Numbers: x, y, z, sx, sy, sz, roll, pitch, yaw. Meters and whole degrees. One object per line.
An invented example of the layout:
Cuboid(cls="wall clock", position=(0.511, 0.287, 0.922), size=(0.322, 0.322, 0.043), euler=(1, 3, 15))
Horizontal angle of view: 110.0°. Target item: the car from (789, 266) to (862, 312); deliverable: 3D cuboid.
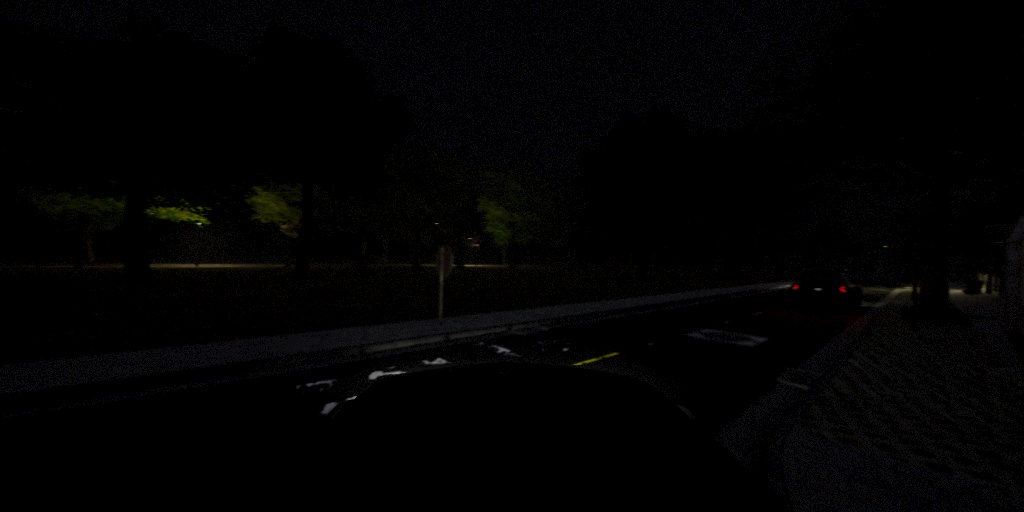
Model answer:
Cuboid(cls="car", position=(14.778, 1.494, 16.831), size=(4.553, 1.767, 2.097), euler=(1, -1, -41))

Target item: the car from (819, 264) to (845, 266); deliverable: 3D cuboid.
Cuboid(cls="car", position=(30.265, 1.792, 34.002), size=(5.566, 2.045, 2.150), euler=(1, -1, -41))
